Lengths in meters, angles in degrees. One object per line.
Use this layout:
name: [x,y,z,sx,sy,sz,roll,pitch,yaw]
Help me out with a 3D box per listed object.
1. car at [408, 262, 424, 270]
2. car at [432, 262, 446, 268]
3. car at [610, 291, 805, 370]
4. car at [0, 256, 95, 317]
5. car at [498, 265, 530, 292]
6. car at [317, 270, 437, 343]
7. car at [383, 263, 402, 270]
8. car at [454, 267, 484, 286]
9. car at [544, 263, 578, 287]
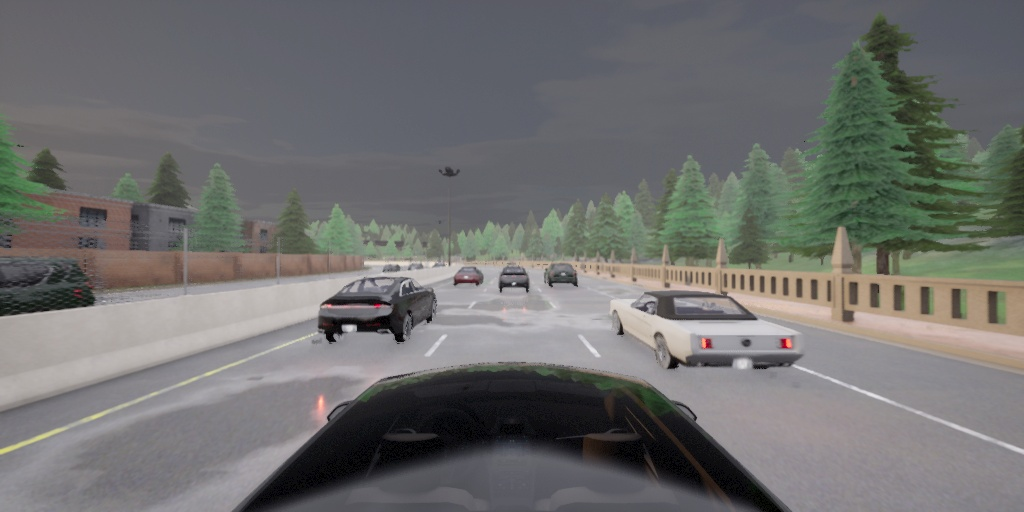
car: [-14.478,1.725,54.440,2.128,1.511,4.902,0,-1,-6]
car: [-10.957,1.711,54.187,2.128,1.511,4.902,0,-1,-5]
car: [3.608,1.405,7.818,1.895,1.301,4.718,0,-1,0]
car: [-10.595,1.006,5.627,2.150,2.045,5.566,0,-1,0]
car: [0.129,1.434,23.268,2.128,1.511,4.902,0,-1,0]
car: [-3.389,1.315,9.916,2.128,1.511,4.902,0,0,0]
car: [-17.955,1.792,54.030,1.994,1.385,4.181,0,-1,-6]
car: [-3.363,1.551,28.344,1.994,1.385,4.181,0,-1,0]
car: [3.635,1.331,27.389,2.097,1.767,4.553,0,-1,0]
